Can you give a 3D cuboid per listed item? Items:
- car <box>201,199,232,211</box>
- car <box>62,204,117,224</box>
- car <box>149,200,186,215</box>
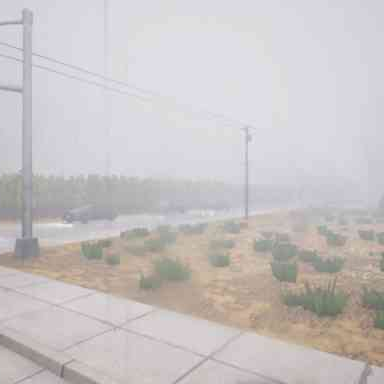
[{"bbox_3d":[3.267,1.562,42.415,2.033,1.411,5.357,0,0,33],"label":"car"},{"bbox_3d":[-7.689,1.579,25.289,1.994,1.385,4.181,0,0,33],"label":"car"},{"bbox_3d":[-2.345,1.540,33.623,1.812,1.442,4.674,0,0,32],"label":"car"}]
